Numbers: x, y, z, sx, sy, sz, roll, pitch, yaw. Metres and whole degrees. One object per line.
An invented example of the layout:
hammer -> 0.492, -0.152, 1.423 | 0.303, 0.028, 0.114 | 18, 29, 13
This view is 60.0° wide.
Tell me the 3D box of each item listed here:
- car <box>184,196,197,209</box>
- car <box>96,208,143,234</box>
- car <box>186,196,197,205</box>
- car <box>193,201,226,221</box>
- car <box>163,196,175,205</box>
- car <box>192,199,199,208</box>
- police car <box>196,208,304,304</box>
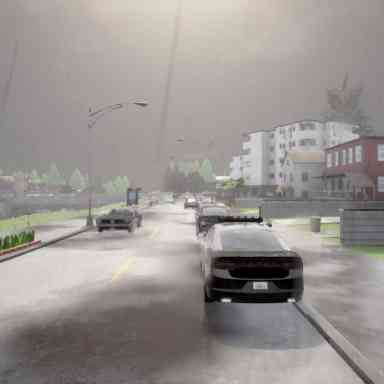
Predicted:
car -> -0.050, 1.564, 45.779 | 1.994, 1.385, 4.181 | 0, 0, 0
car -> -4.134, 1.601, 19.510 | 1.895, 1.301, 4.718 | 0, 0, 0
car -> -0.097, 1.478, 59.104 | 1.882, 1.535, 5.008 | 0, 0, 0
car -> 1.169, 1.478, 18.264 | 1.882, 1.535, 5.008 | 0, 0, 0
car -> -4.099, 1.525, 58.721 | 1.812, 1.442, 4.674 | 0, 0, 0
car -> 1.159, 1.506, 24.264 | 1.837, 1.490, 4.892 | 0, 0, 0
police car -> 1.186, 1.425, 8.374 | 1.930, 1.638, 5.238 | 0, 0, 0
